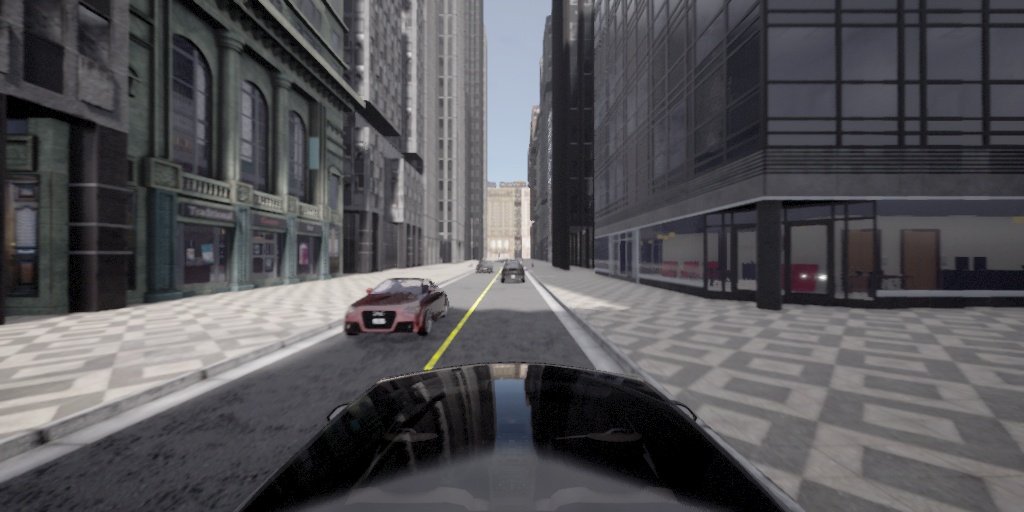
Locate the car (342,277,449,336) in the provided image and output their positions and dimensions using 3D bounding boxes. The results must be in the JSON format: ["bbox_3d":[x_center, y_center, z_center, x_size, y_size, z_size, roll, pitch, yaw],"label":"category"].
[{"bbox_3d":[-3.086,1.320,10.307,1.994,1.385,4.181,0,0,0],"label":"car"}]

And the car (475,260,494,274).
[{"bbox_3d":[-3.084,1.206,41.097,1.837,1.490,4.892,0,0,0],"label":"car"}]

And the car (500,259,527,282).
[{"bbox_3d":[0.096,1.243,28.391,1.837,1.490,4.892,0,0,0],"label":"car"}]
